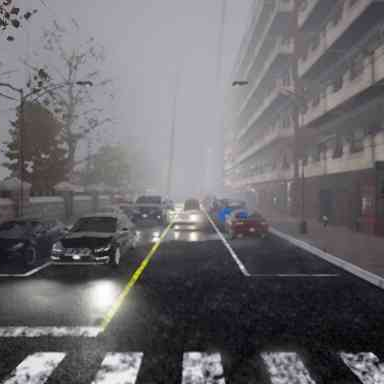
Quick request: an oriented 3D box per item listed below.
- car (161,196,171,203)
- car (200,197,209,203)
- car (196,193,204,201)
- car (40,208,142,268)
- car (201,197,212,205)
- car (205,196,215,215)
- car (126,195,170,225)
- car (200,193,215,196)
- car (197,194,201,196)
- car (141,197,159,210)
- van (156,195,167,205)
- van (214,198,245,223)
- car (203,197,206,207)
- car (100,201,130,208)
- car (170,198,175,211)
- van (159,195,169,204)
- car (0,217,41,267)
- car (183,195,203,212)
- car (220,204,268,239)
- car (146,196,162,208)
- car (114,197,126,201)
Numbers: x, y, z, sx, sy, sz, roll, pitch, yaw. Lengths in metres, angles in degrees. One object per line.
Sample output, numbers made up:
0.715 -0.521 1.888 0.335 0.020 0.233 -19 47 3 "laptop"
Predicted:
-5.703 1.655 73.370 2.008 1.369 4.403 0 0 0 "car"
2.677 1.686 73.372 1.802 1.307 4.206 0 0 0 "car"
2.375 1.394 94.743 2.150 2.045 5.566 0 0 0 "car"
-3.099 1.511 11.380 1.837 1.490 4.892 0 0 0 "car"
2.679 1.623 62.112 1.887 1.381 4.507 0 0 0 "car"
2.686 1.470 33.962 1.967 1.590 4.097 0 0 0 "car"
-3.097 1.242 24.687 2.150 2.045 5.566 0 0 0 "car"
2.683 1.371 50.852 2.192 1.841 5.009 0 0 0 "car"
-0.008 1.533 50.684 1.882 1.535 5.008 0 0 0 "car"
-5.697 1.486 45.221 1.967 1.590 4.097 0 0 0 "car"
-5.700 1.418 62.111 1.690 1.788 3.998 0 0 0 "van"
2.689 1.357 22.701 1.690 1.788 3.998 0 0 0 "van"
2.684 1.589 39.592 2.008 1.369 4.403 0 0 0 "car"
-5.692 1.541 22.530 1.752 1.417 4.829 0 0 0 "car"
-3.053 1.587 40.948 2.033 1.411 5.357 0 0 0 "car"
-5.701 1.431 67.740 1.690 1.788 3.998 0 0 0 "van"
-5.690 1.572 11.438 1.947 1.339 4.313 0 0 0 "car"
-0.008 1.516 40.156 1.882 1.535 5.008 0 0 0 "car"
2.689 1.556 17.070 1.887 1.381 4.507 0 0 0 "car"
-5.697 1.496 50.850 1.967 1.590 4.097 0 0 0 "car"
-5.693 1.337 28.330 2.192 1.841 5.009 0 0 0 "car"
